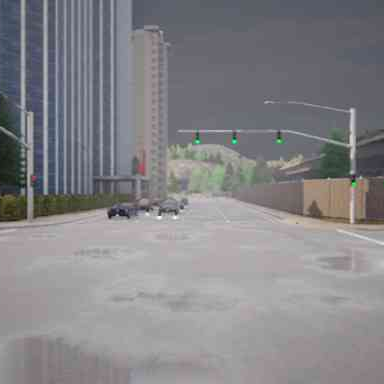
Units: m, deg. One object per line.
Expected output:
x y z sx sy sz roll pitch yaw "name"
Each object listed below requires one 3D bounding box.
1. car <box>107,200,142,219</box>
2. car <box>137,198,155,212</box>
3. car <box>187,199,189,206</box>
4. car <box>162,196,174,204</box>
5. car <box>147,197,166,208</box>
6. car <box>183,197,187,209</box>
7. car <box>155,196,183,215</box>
-5.967 1.602 29.185 1.895 1.301 4.718 0 0 2 "car"
-5.630 1.479 38.581 1.882 1.535 5.008 0 0 2 "car"
-1.539 1.546 54.909 2.033 1.411 5.357 0 0 2 "car"
-4.597 1.561 65.148 1.837 1.490 4.892 0 0 2 "car"
-5.248 1.549 49.458 2.033 1.411 5.357 0 0 2 "car"
-1.991 1.524 43.260 1.812 1.442 4.674 0 0 3 "car"
-2.288 1.503 34.005 1.837 1.490 4.892 0 0 2 "car"
